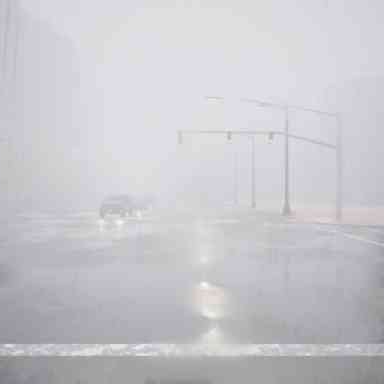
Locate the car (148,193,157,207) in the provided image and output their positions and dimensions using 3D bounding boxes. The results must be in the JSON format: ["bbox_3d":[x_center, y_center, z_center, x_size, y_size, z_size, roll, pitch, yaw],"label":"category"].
[{"bbox_3d":[-6.935,1.222,53.184,2.150,2.045,5.566,0,0,0],"label":"car"}]

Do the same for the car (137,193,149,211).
[{"bbox_3d":[-6.976,1.352,41.221,2.097,1.767,4.553,0,0,0],"label":"car"}]

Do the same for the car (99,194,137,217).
[{"bbox_3d":[-7.001,1.221,31.203,2.150,2.045,5.566,0,0,0],"label":"car"}]
